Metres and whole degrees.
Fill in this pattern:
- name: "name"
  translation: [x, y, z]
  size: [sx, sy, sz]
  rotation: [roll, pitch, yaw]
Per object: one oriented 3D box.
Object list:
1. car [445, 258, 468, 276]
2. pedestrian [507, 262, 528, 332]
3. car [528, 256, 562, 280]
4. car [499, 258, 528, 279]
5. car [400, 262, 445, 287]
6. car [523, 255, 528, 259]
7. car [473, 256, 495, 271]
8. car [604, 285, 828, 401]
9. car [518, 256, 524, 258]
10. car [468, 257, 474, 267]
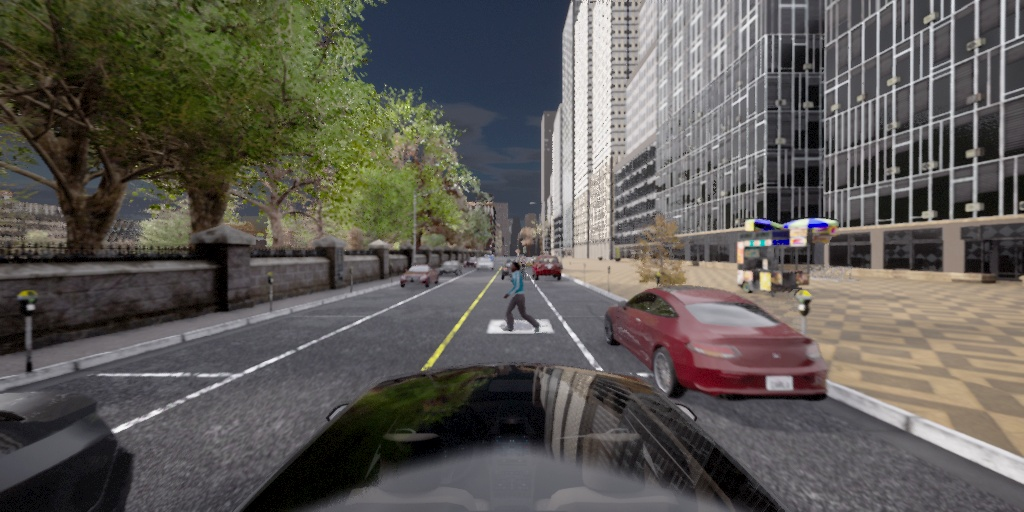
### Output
- name: "car"
  translation: [-5.685, 1.076, 33.781]
  size: [2.007, 1.370, 4.403]
  rotation: [0, 0, 0]
- name: "pedestrian"
  translation: [0.133, 0.992, 9.010]
  size: [0.375, 1.860, 0.375]
  rotation: [0, 0, -3]
- name: "car"
  translation: [2.695, 0.880, 28.146]
  size: [2.192, 1.841, 5.009]
  rotation: [0, 0, 0]
- name: "car"
  translation: [0.076, 1.084, 29.072]
  size: [1.812, 1.442, 4.674]
  rotation: [0, 0, 0]
- name: "car"
  translation: [-5.687, 1.186, 22.516]
  size: [1.802, 1.307, 4.207]
  rotation: [0, 0, 0]
- name: "car"
  translation: [2.699, 0.934, 50.845]
  size: [1.751, 1.417, 4.829]
  rotation: [0, 0, 0]
- name: "car"
  translation: [-3.083, 0.995, 41.838]
  size: [1.812, 1.442, 4.674]
  rotation: [0, 0, 0]
- name: "car"
  translation: [3.001, 1.244, 6.324]
  size: [1.812, 1.442, 4.674]
  rotation: [0, 0, 0]
- name: "car"
  translation: [0.073, 0.998, 44.580]
  size: [2.033, 1.411, 5.357]
  rotation: [0, 0, 0]
- name: "car"
  translation: [-5.681, 0.849, 50.676]
  size: [1.967, 1.591, 4.097]
  rotation: [0, 0, 0]
